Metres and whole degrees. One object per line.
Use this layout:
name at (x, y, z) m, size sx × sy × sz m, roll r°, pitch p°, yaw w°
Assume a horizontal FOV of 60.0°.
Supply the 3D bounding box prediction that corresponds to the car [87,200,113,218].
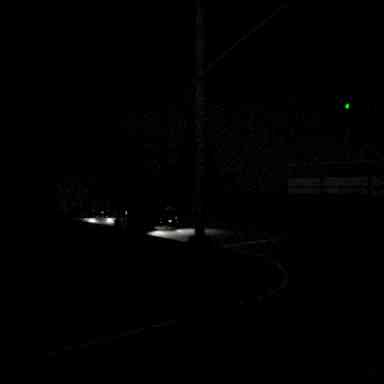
car at (-8.608, 1.501, 30.753) m, size 1.837 × 1.490 × 4.892 m, roll 0°, pitch 0°, yaw -23°

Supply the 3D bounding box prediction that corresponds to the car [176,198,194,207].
car at (-1.513, 1.591, 48.458) m, size 4.718 × 1.301 × 1.895 m, roll 0°, pitch 0°, yaw -43°

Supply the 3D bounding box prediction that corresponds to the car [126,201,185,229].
car at (-2.741, 1.501, 21.940) m, size 1.837 × 1.490 × 4.892 m, roll 0°, pitch 0°, yaw -36°
